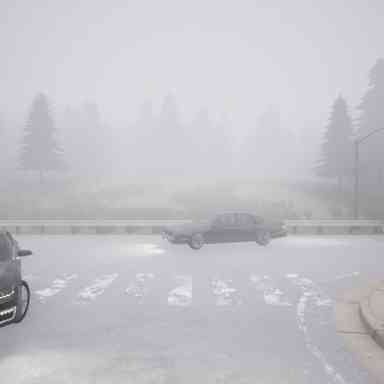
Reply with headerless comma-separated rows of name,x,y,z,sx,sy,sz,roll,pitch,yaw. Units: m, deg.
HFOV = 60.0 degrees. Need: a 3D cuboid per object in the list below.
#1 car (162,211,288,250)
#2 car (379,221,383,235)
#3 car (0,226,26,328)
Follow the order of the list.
car,1.461,1.548,14.313,5.357,1.411,2.033,0,0,-20
car,11.240,1.492,15.190,4.902,1.511,2.128,0,0,0
car,-4.456,1.505,6.673,1.837,1.490,4.892,0,0,-28
